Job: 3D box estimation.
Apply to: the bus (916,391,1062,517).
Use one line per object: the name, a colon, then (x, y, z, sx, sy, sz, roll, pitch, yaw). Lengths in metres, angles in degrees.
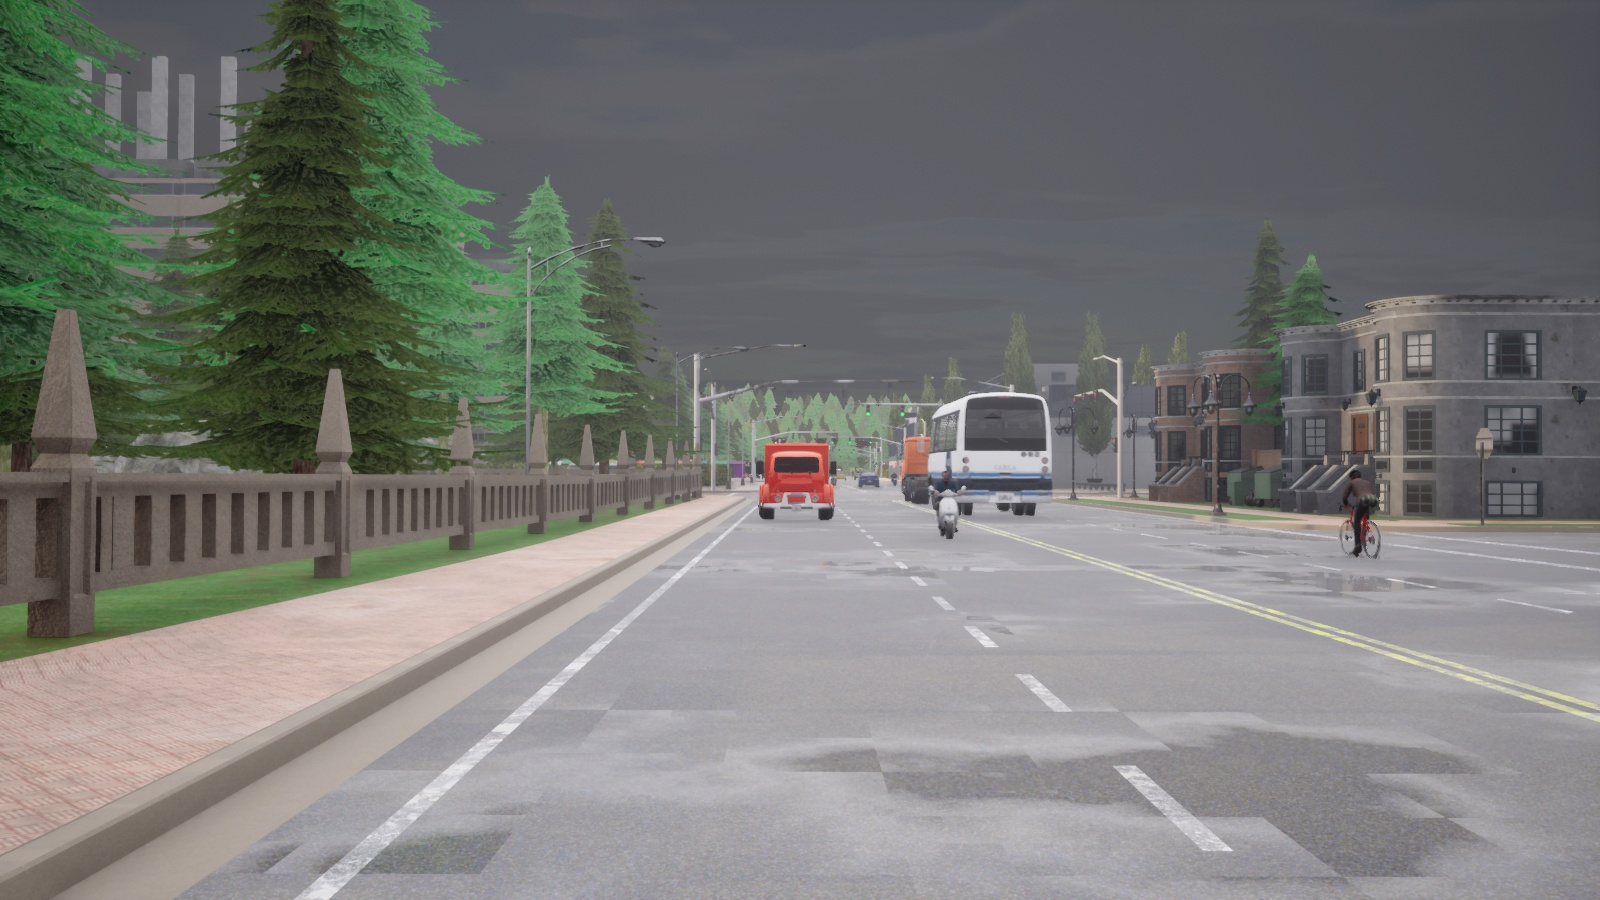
bus: (6.874, 0.208, 47.600, 3.944, 4.253, 10.273, 0, -1, 0)

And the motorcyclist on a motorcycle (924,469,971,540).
motorcyclist on a motorcycle: (3.426, 1.245, 29.283, 0.866, 1.590, 1.817, 0, -1, 0)

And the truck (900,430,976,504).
truck: (6.837, 0.865, 63.314, 2.891, 3.462, 7.936, 0, -1, 0)

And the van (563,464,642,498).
van: (-11.712, 1.863, 74.740, 4.442, 1.987, 1.775, 0, -1, 0)

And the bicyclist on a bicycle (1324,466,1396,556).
bicyclist on a bicycle: (10.440, 1.119, 23.453, 0.582, 1.620, 1.656, 0, -1, 0)

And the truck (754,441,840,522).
truck: (-0.106, 1.020, 41.299, 2.627, 2.467, 5.204, 0, -1, 0)
